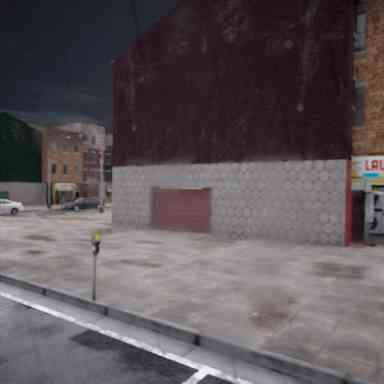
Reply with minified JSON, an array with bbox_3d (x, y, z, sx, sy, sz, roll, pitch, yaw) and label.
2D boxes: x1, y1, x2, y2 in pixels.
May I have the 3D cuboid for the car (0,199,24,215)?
[{"bbox_3d":[-17.382,1.357,29.380,1.812,1.442,4.674,2,1,34],"label":"car"}]

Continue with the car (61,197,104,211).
[{"bbox_3d":[-12.045,1.299,36.838,1.837,1.490,4.892,2,1,36],"label":"car"}]
